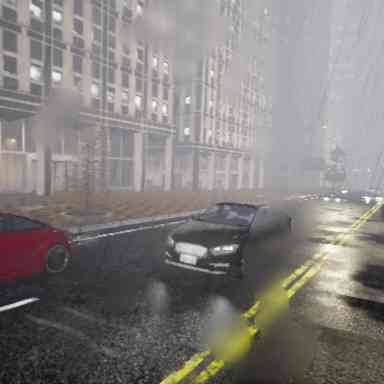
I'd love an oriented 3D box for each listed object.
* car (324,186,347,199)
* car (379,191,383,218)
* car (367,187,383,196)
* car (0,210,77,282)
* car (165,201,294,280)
[{"bbox_3d":[17.450,-0.040,40.146,2.033,1.411,5.357,5,4,33],"label":"car"},{"bbox_3d":[12.954,0.903,20.698,1.994,1.385,4.181,5,4,32],"label":"car"},{"bbox_3d":[26.726,-0.068,48.556,1.895,1.301,4.718,5,4,32],"label":"car"},{"bbox_3d":[-4.270,1.002,6.097,1.994,1.385,4.181,5,4,32],"label":"car"},{"bbox_3d":[1.250,1.016,8.718,2.128,1.511,4.902,5,4,32],"label":"car"}]
